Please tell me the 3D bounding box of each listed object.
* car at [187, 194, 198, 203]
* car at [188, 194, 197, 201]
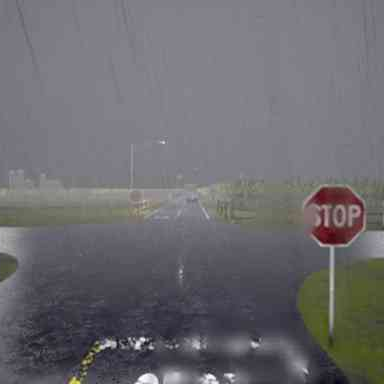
[{"bbox_3d":[0.076,1.228,63.695,2.097,1.767,4.553,0,0,0],"label":"car"},{"bbox_3d":[0.088,1.234,73.763,1.994,1.385,4.181,0,0,0],"label":"car"}]
